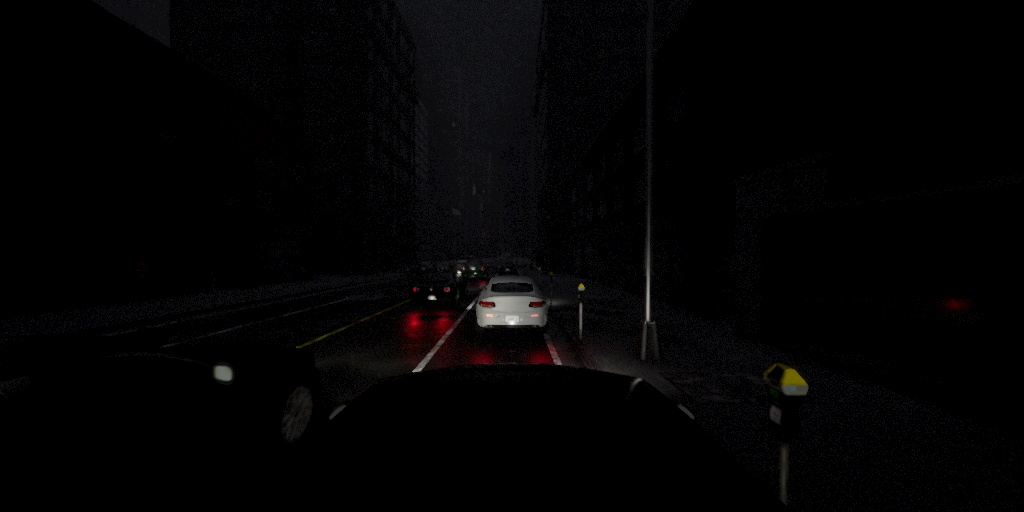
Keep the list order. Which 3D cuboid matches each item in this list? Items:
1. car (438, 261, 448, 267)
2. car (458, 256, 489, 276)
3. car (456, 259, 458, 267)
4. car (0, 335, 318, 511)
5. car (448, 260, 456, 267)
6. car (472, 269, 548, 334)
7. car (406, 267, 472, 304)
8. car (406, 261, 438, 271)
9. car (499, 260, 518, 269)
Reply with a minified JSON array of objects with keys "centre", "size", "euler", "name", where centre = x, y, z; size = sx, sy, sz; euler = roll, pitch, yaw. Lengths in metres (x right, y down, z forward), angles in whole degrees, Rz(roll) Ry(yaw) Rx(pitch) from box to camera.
[{"centre":[-8.909,1.317,40.439],"size":[1.948,1.339,4.313],"euler":[0,0,0],"name":"car"},{"centre":[-3.144,1.099,31.277],"size":[2.097,1.767,4.553],"euler":[0,0,0],"name":"car"},{"centre":[-6.146,0.960,48.910],"size":[2.150,2.045,5.566],"euler":[0,0,0],"name":"car"},{"centre":[-3.145,1.227,2.105],"size":[1.882,1.535,5.008],"euler":[0,0,0],"name":"car"},{"centre":[-8.909,1.303,45.944],"size":[2.007,1.370,4.403],"euler":[0,0,0],"name":"car"},{"centre":[0.003,1.274,10.501],"size":[1.812,1.442,4.674],"euler":[0,0,0],"name":"car"},{"centre":[-3.143,1.348,16.312],"size":[1.895,1.301,4.718],"euler":[0,0,0],"name":"car"},{"centre":[-8.909,1.189,34.934],"size":[1.967,1.591,4.097],"euler":[0,0,0],"name":"car"},{"centre":[-0.383,1.315,34.934],"size":[1.948,1.339,4.313],"euler":[0,0,0],"name":"car"}]
